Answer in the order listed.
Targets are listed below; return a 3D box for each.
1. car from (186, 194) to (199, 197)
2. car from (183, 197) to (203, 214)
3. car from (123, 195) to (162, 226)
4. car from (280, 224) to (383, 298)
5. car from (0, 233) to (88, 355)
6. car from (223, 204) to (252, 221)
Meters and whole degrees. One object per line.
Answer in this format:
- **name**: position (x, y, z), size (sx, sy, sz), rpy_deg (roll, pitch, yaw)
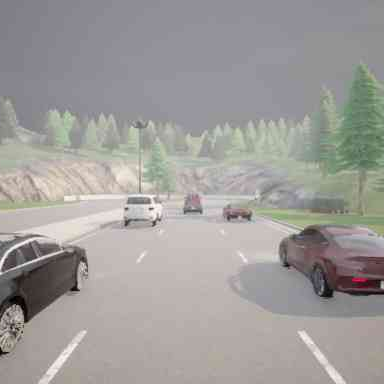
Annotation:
- **car**: position (0.092, 1.221, 44.571), size (2.150, 2.045, 5.566), rpy_deg (0, 0, 0)
- **car**: position (0.098, 1.564, 35.136), size (1.994, 1.385, 4.181), rpy_deg (0, 0, 0)
- **car**: position (-3.400, 1.223, 23.711), size (2.150, 2.045, 5.566), rpy_deg (0, 0, 0)
- **car**: position (3.599, 1.526, 8.373), size (1.812, 1.442, 4.674), rpy_deg (0, 0, 0)
- **car**: position (-3.406, 1.492, 6.042), size (2.128, 1.511, 4.902), rpy_deg (0, 0, 0)
- **car**: position (3.599, 1.601, 27.235), size (1.895, 1.301, 4.718), rpy_deg (0, 0, 0)
